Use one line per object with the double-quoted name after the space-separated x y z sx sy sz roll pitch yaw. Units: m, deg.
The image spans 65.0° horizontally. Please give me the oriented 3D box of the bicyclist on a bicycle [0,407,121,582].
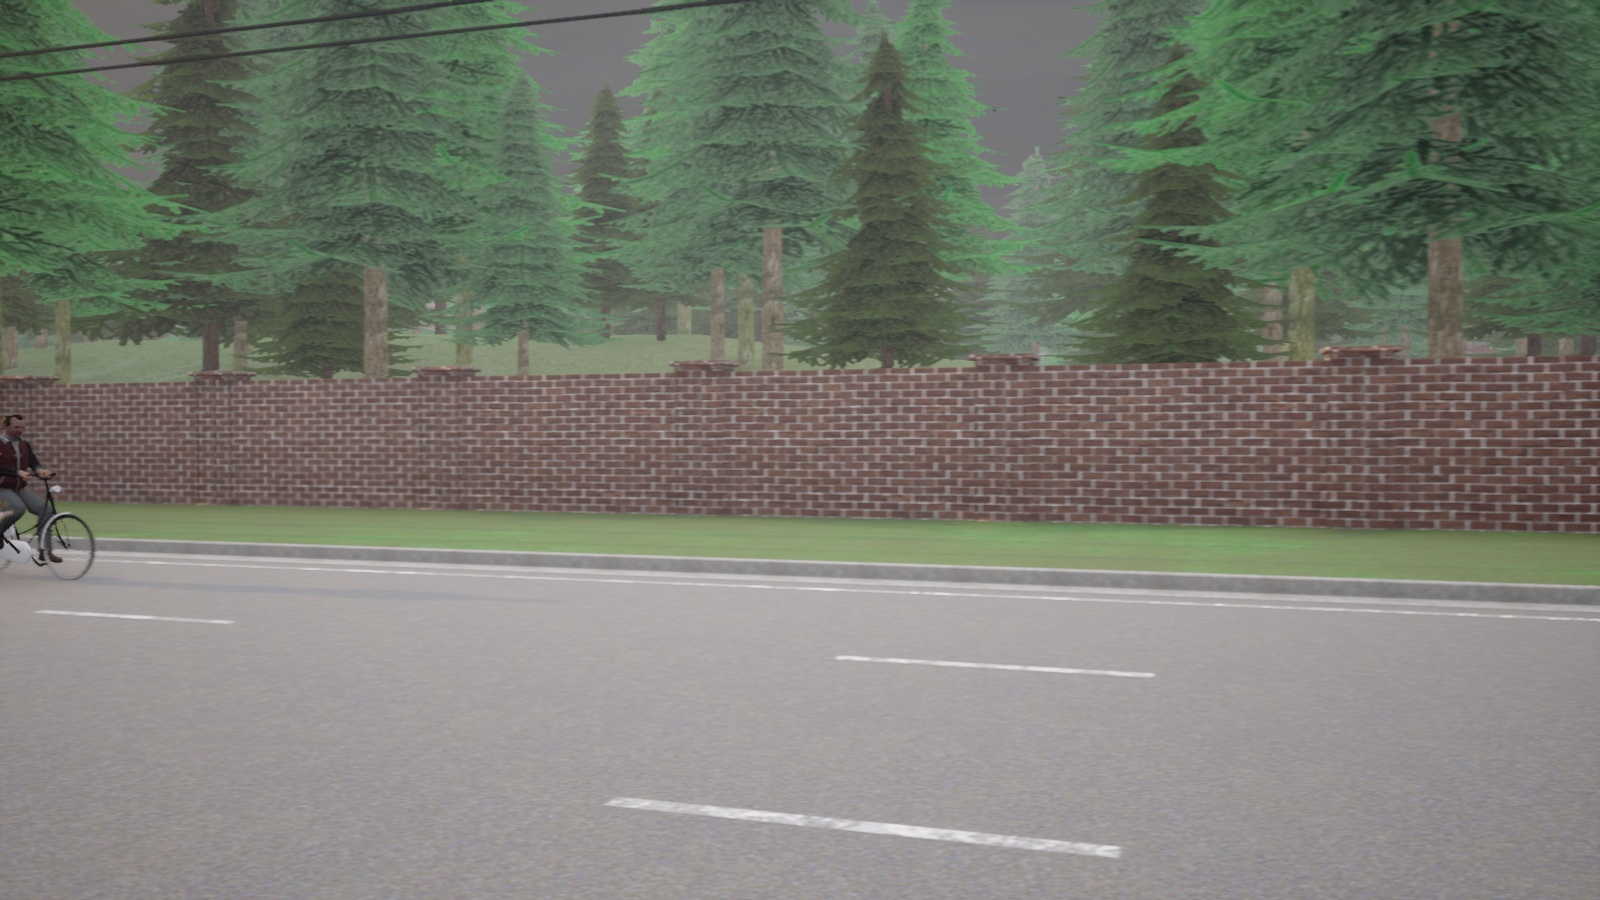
-8.208 0.441 13.338 1.843 1.776 0.659 0 1 19 "bicyclist on a bicycle"
